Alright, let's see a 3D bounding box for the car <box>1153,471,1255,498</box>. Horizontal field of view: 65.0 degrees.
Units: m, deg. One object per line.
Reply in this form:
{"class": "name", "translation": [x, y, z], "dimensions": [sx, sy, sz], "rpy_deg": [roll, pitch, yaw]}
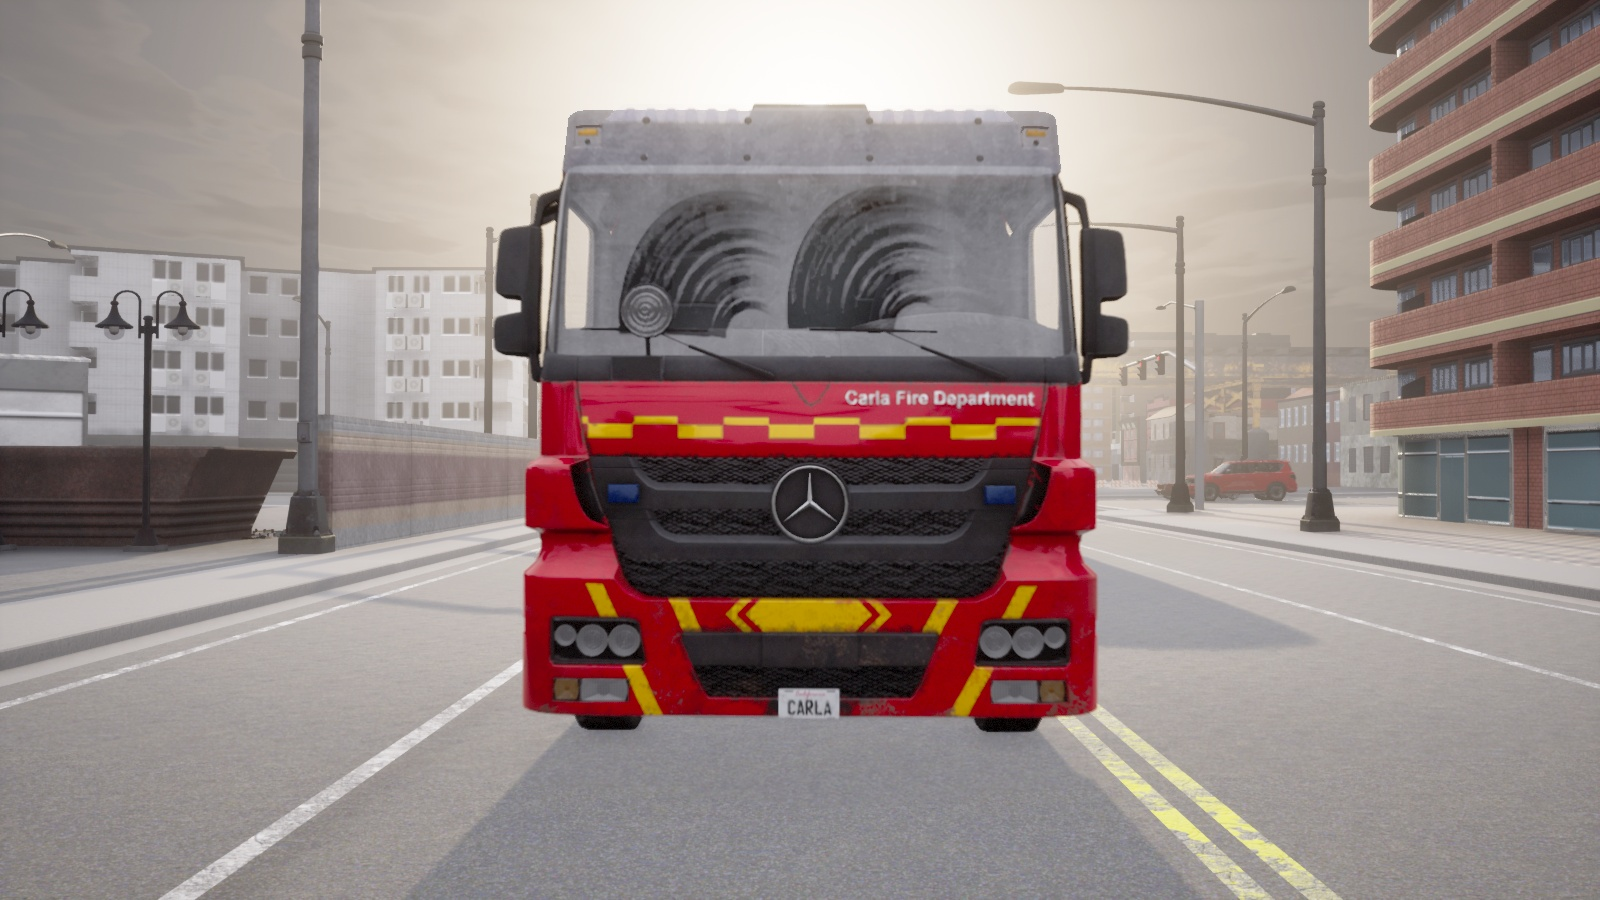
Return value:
{"class": "car", "translation": [21.271, 1.809, 66.245], "dimensions": [4.718, 1.301, 1.895], "rpy_deg": [-1, -1, 1]}

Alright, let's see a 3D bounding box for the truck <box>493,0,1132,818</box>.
{"class": "truck", "translation": [0.072, -0.184, 9.950], "dimensions": [2.891, 3.827, 8.468], "rpy_deg": [0, -1, 0]}

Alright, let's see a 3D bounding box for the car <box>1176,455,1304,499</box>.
{"class": "car", "translation": [21.918, 1.352, 62.722], "dimensions": [5.566, 2.045, 2.150], "rpy_deg": [-1, -1, 2]}
